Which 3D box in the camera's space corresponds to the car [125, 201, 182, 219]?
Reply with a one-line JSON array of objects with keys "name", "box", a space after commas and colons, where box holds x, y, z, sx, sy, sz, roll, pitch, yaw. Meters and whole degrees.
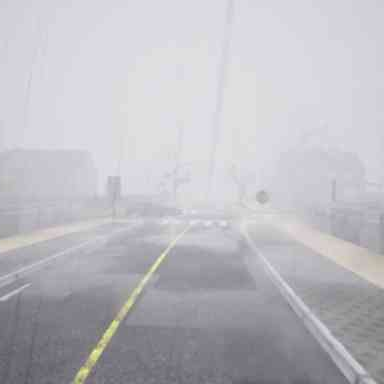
[{"name": "car", "box": [-3.276, 1.533, 28.774, 4.892, 1.490, 1.837, -1, 1, 6]}]

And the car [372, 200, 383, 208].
[{"name": "car", "box": [16.738, 1.305, 26.690, 4.902, 1.511, 2.128, -1, 1, 6]}]

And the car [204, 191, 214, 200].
[{"name": "car", "box": [4.087, 0.684, 77.622, 2.150, 2.045, 5.566, 0, 0, 6]}]
